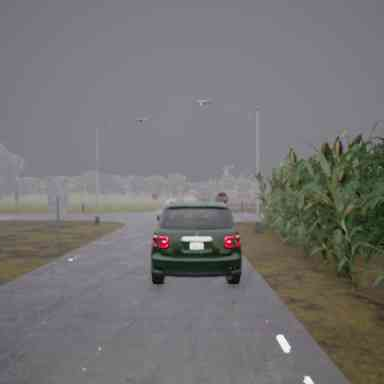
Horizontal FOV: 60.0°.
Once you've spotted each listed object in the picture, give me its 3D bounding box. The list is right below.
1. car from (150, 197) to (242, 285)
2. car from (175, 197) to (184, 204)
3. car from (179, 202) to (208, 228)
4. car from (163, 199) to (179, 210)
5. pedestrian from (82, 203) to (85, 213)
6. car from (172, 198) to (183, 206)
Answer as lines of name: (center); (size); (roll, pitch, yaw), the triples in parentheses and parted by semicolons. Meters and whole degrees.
car: (0.094, 1.265, 9.760); (2.150, 2.045, 5.566); (0, 0, 0)
car: (-2.748, 1.863, 74.918); (1.882, 1.535, 5.008); (0, 0, 0)
car: (0.093, 1.592, 24.252); (1.882, 1.535, 5.008); (0, 0, 0)
car: (-2.879, 1.756, 46.887); (1.812, 1.442, 4.674); (0, 0, 1)
pedestrian: (-12.181, 1.804, 37.309); (0.500, 1.100, 0.500); (0, 1, 0)
car: (-2.778, 1.889, 64.088); (1.994, 1.385, 4.181); (0, 0, 1)
